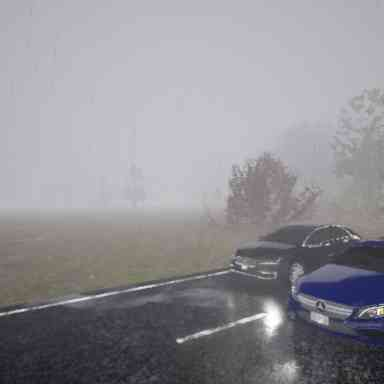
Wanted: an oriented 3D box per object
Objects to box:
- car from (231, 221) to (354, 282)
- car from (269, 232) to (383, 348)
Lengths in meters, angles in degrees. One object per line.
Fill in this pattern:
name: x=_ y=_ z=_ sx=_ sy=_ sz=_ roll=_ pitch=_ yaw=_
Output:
car: x=3.335 y=1.698 z=10.056 sx=4.892 sy=1.490 sz=1.837 roll=0 pitch=-1 yaw=-35
car: x=3.841 y=1.663 z=6.429 sx=4.674 sy=1.442 sz=1.812 roll=0 pitch=-1 yaw=-35
